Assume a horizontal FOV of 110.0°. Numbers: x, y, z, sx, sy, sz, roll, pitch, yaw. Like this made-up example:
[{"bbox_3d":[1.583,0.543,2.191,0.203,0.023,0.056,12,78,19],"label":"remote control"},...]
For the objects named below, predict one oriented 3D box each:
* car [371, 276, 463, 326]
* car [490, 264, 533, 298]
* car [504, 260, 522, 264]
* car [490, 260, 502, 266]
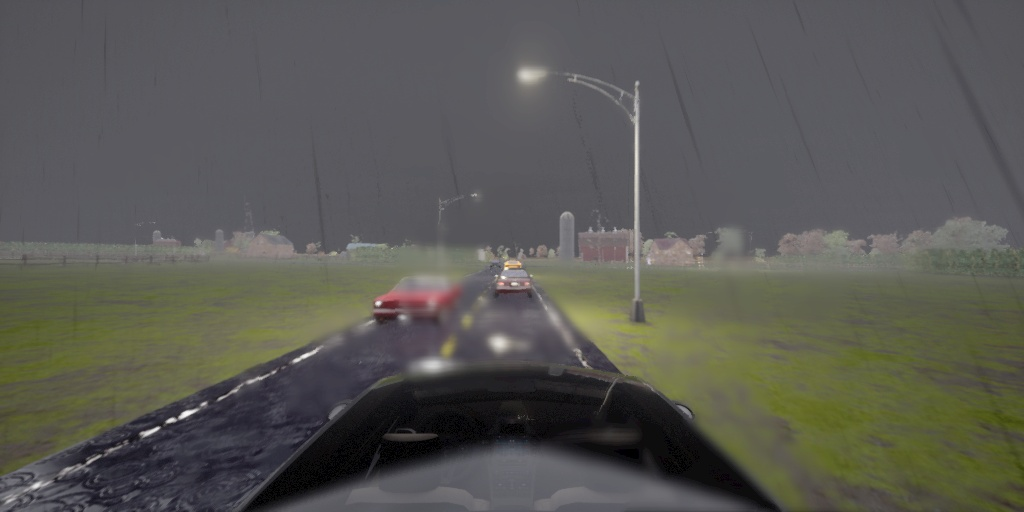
[{"bbox_3d":[-2.848,1.349,11.715,1.895,1.301,4.718,0,0,0],"label":"car"},{"bbox_3d":[0.103,1.297,18.448,2.033,1.411,5.357,0,0,0],"label":"car"},{"bbox_3d":[0.110,1.241,40.581,1.882,1.535,5.008,0,0,0],"label":"car"},{"bbox_3d":[-2.736,1.335,60.747,2.033,1.411,5.357,0,0,0],"label":"car"}]
